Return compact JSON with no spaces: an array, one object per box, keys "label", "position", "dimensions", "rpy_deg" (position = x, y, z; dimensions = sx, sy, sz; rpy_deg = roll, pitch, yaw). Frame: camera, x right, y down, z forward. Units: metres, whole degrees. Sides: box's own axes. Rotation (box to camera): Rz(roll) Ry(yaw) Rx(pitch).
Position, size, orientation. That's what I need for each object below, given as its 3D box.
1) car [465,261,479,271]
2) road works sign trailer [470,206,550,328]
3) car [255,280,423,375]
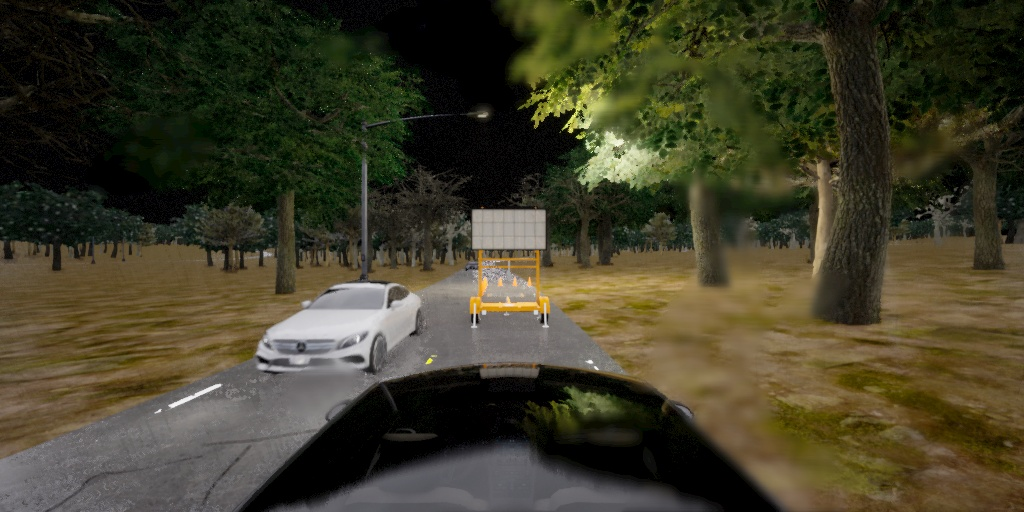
[{"label":"car","position":[-5.588,1.444,50.460],"dimensions":[1.994,1.385,4.181],"rpy_deg":[0,0,-5]},{"label":"road works sign trailer","position":[-0.098,0.224,11.455],"dimensions":[2.380,3.560,2.880],"rpy_deg":[0,0,-2]},{"label":"car","position":[-3.185,1.280,7.653],"dimensions":[1.812,1.442,4.674],"rpy_deg":[0,0,-1]}]
